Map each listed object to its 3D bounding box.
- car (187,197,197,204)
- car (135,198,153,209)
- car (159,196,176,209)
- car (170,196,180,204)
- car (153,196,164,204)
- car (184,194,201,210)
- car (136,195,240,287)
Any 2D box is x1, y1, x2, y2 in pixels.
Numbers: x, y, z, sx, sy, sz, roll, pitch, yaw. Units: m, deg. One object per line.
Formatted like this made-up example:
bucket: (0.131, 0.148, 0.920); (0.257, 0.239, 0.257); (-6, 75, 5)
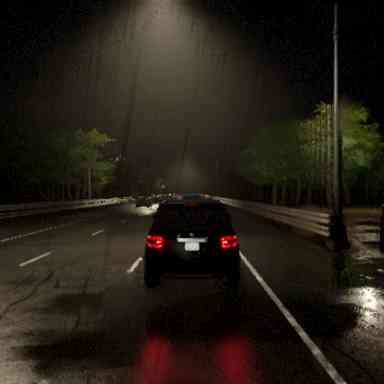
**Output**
car: (0.000, 1.718, 69.951); (1.895, 1.301, 4.718); (0, 0, 0)
car: (-6.996, 1.644, 48.672); (1.994, 1.385, 4.181); (0, 0, 0)
car: (-3.498, 1.431, 48.457); (2.097, 1.767, 4.553); (0, 0, 0)
car: (-3.499, 1.600, 69.829); (1.882, 1.535, 5.008); (0, 0, 0)
car: (-7.000, 1.646, 69.576); (1.812, 1.442, 4.674); (0, 0, 0)
car: (-0.008, 1.293, 44.629); (2.150, 2.045, 5.566); (0, 0, -1)
car: (0.000, 1.221, 9.479); (2.150, 2.045, 5.566); (0, 0, 0)
